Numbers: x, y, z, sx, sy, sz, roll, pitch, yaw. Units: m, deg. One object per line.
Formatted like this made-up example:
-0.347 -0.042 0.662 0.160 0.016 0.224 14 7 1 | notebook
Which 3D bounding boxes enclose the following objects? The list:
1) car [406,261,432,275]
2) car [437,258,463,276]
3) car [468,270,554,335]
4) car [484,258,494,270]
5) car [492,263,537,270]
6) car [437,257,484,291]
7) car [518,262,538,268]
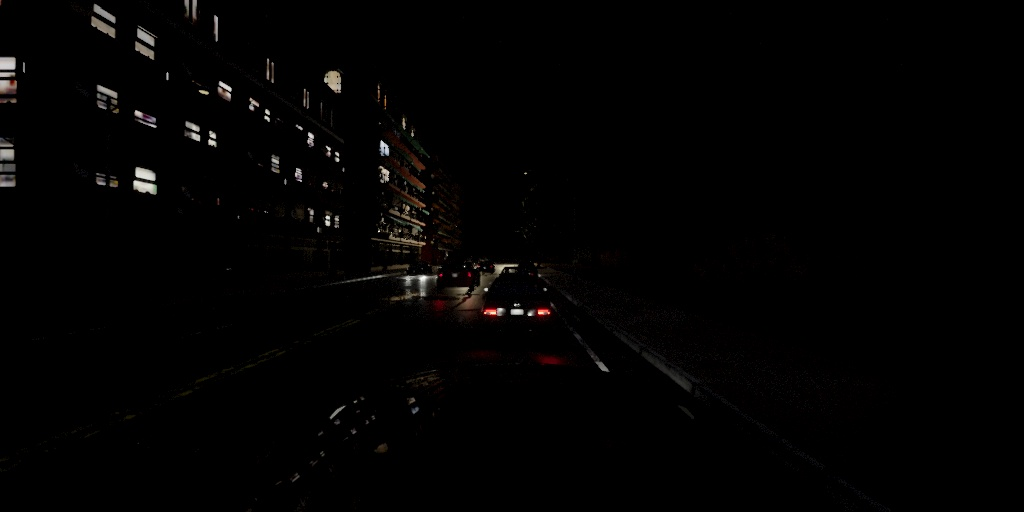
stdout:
-9.815 1.275 38.237 1.812 1.442 4.674 0 0 0 | car
-6.565 1.101 38.442 2.097 1.767 4.553 0 0 0 | car
0.110 1.298 10.525 2.033 1.411 5.357 0 0 0 | car
-3.110 1.312 42.768 1.994 1.385 4.181 0 0 0 | car
0.118 1.298 20.886 2.033 1.411 5.357 0 0 0 | car
-3.133 1.101 21.826 2.097 1.767 4.553 0 0 0 | car
1.165 1.255 30.653 1.837 1.490 4.892 0 0 0 | car
